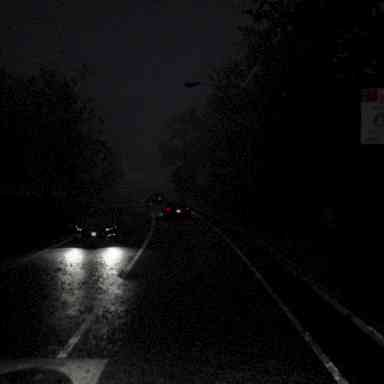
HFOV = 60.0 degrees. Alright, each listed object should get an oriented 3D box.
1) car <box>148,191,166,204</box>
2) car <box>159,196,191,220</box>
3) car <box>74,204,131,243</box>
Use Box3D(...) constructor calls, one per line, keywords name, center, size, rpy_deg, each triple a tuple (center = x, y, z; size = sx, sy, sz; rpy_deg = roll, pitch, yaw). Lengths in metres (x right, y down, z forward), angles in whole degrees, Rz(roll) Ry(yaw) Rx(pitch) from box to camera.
Box3D(name="car", center=(-4.318, 0.619, 41.474), size=(1.994, 1.385, 4.181), rpy_deg=(-1, 4, -14))
Box3D(name="car", center=(-1.210, 1.287, 25.440), size=(1.994, 1.385, 4.181), rpy_deg=(-1, 1, -7))
Box3D(name="car", center=(-3.952, 1.368, 15.333), size=(1.837, 1.490, 4.892), rpy_deg=(0, 1, -3))
